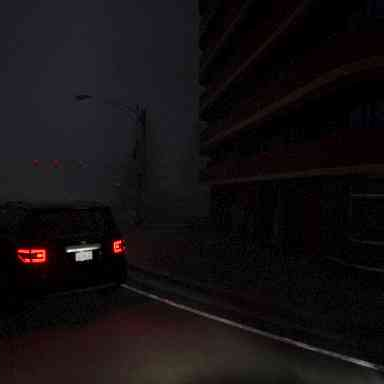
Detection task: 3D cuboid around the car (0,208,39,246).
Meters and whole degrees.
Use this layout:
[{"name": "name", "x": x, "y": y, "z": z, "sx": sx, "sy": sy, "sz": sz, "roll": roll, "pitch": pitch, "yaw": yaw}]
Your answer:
[{"name": "car", "x": -8.473, "y": 1.564, "z": 15.906, "sx": 1.994, "sy": 1.385, "sz": 4.181, "roll": 0, "pitch": 0, "yaw": -26}]

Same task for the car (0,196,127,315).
[{"name": "car", "x": -3.610, "y": 1.221, "z": 7.932, "sx": 2.150, "sy": 2.045, "sz": 5.566, "roll": 0, "pitch": 0, "yaw": -40}]
